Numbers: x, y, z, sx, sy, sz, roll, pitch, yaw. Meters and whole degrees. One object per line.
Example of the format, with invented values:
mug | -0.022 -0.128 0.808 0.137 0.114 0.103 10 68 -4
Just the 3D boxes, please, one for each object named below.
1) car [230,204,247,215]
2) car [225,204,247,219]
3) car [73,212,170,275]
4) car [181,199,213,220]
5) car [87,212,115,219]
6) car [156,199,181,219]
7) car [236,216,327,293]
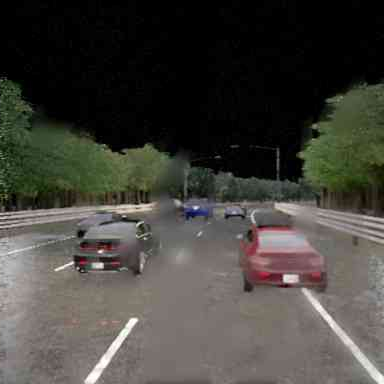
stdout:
car | 6.182 2.258 43.980 1.994 1.385 4.181 -1 -2 12
car | 4.464 2.012 34.141 1.994 1.385 4.181 -1 -1 11
car | -2.170 1.640 10.967 1.837 1.490 4.892 -1 0 6
car | 0.778 1.668 32.847 2.150 2.045 5.566 -1 -1 9
car | -4.786 1.808 18.721 1.994 1.385 4.181 -1 -1 7
car | -2.253 1.762 35.925 2.150 2.045 5.566 -1 -1 10
car | 2.225 1.600 8.988 1.812 1.442 4.674 -1 -1 6
